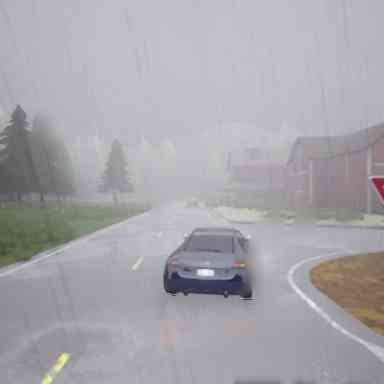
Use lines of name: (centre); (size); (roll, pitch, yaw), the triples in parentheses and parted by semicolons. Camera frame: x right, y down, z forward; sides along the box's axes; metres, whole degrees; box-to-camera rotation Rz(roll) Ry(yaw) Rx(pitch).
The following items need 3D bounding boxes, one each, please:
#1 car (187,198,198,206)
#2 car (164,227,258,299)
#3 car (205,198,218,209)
car: (0.106, 1.838, 61.870); (1.882, 1.535, 5.008); (0, 0, 0)
car: (0.646, 1.616, 8.720); (1.994, 1.385, 4.181); (0, 0, 11)
car: (2.977, 1.755, 51.358); (1.816, 1.474, 4.193); (-6, 0, -2)
